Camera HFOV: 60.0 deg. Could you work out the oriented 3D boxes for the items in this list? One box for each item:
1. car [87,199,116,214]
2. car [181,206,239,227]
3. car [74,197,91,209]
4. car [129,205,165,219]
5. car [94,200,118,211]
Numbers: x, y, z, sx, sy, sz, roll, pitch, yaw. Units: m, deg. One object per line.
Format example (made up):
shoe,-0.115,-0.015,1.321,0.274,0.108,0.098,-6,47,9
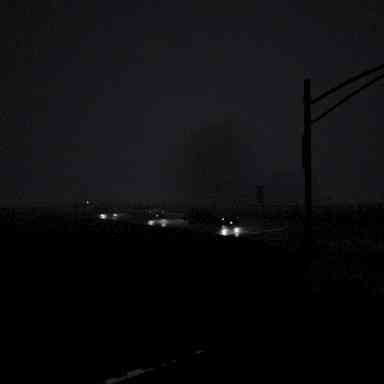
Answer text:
car,-11.711,2.102,43.852,1.837,1.490,4.892,-1,0,-36
car,1.233,1.838,25.801,2.033,1.411,5.357,-1,0,-36
car,-20.415,2.027,62.271,2.150,2.045,5.566,-1,0,-36
car,-4.646,2.030,34.000,1.895,1.301,4.718,-1,0,-35
car,-13.768,2.140,53.023,2.128,1.511,4.902,-1,0,-36
